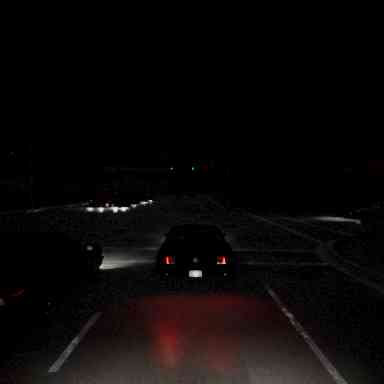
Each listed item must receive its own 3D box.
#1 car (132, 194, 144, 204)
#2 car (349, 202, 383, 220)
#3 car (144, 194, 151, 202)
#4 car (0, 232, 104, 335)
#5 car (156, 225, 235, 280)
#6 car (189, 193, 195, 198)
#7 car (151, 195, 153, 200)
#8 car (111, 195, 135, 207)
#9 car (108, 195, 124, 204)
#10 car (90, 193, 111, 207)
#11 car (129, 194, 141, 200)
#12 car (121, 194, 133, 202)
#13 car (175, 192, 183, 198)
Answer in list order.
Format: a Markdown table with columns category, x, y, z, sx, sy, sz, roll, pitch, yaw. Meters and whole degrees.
| category | x | y | z | sx | sy | sz | roll | pitch | yaw |
| --- | --- | --- | --- | --- | --- | --- | --- | --- | --- |
| car | -10.544 | 1.482 | 60.195 | 2.033 | 1.411 | 5.357 | 0 | 0 | 0 |
| car | 16.156 | 1.609 | 28.985 | 4.674 | 1.442 | 1.812 | 0 | 0 | -2 |
| car | -10.498 | 1.360 | 70.243 | 1.994 | 1.385 | 4.181 | 0 | 1 | 0 |
| car | -3.410 | 1.568 | 7.011 | 2.033 | 1.411 | 5.357 | 0 | 0 | 0 |
| car | 0.093 | 1.629 | 9.998 | 1.895 | 1.301 | 4.718 | 0 | 0 | 0 |
| car | 0.002 | 0.953 | 92.327 | 2.128 | 1.511 | 4.902 | 0 | 1 | 0 |
| car | -10.498 | 1.166 | 80.189 | 1.812 | 1.442 | 4.674 | 0 | 1 | 0 |
| car | -10.584 | 1.579 | 51.050 | 1.994 | 1.385 | 4.181 | 0 | 1 | 0 |
| car | -14.030 | 1.397 | 61.584 | 1.882 | 1.535 | 5.008 | 0 | 1 | 1 |
| car | -14.089 | 1.233 | 51.775 | 2.150 | 2.045 | 5.566 | 0 | 0 | 0 |
| car | -13.998 | 1.143 | 82.229 | 2.033 | 1.411 | 5.357 | 0 | 1 | 0 |
| car | -13.998 | 1.308 | 71.856 | 1.812 | 1.442 | 4.674 | 0 | 1 | 0 |
| car | -3.498 | 0.780 | 92.487 | 2.097 | 1.767 | 4.553 | 0 | 1 | 0 |
